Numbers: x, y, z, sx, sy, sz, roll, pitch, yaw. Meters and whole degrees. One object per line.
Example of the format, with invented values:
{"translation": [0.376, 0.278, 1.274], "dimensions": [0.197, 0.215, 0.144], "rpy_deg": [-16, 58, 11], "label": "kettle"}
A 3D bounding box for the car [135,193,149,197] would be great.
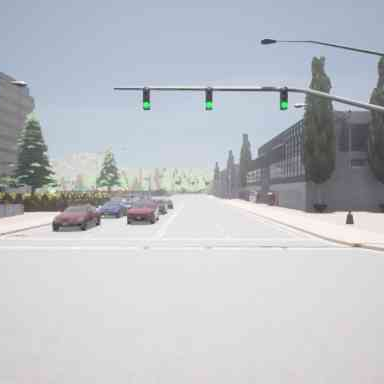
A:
{"translation": [-7.011, 1.348, 49.317], "dimensions": [2.097, 1.767, 4.553], "rpy_deg": [0, 0, 0], "label": "car"}

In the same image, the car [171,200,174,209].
{"translation": [-3.527, 1.560, 44.225], "dimensions": [1.994, 1.385, 4.181], "rpy_deg": [0, 0, 1], "label": "car"}

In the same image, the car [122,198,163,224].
{"translation": [-3.571, 1.476, 24.853], "dimensions": [1.882, 1.535, 5.008], "rpy_deg": [0, 0, 0], "label": "car"}

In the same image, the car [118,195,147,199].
{"translation": [-7.049, 1.488, 39.040], "dimensions": [2.128, 1.511, 4.902], "rpy_deg": [0, 0, 0], "label": "car"}

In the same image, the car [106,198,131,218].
{"translation": [-7.064, 1.523, 29.776], "dimensions": [1.812, 1.442, 4.674], "rpy_deg": [0, 0, 0], "label": "car"}

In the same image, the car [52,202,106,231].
{"translation": [-7.077, 1.524, 20.870], "dimensions": [1.812, 1.442, 4.674], "rpy_deg": [0, 0, 0], "label": "car"}

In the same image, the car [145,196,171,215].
{"translation": [-3.558, 1.502, 34.349], "dimensions": [1.837, 1.490, 4.892], "rpy_deg": [0, 0, 0], "label": "car"}
